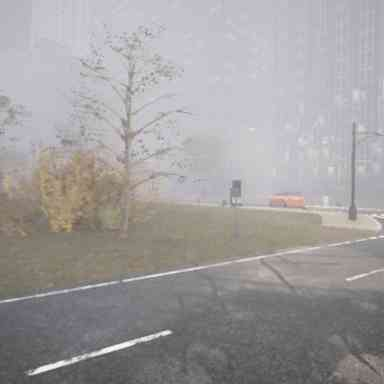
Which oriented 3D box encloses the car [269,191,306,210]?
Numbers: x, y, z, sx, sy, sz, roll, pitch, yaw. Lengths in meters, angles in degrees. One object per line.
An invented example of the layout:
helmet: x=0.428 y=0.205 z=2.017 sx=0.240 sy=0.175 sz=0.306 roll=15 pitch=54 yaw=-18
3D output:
car: x=8.890 y=0.697 z=31.281 sx=2.097 sy=1.767 sz=4.553 roll=3 pitch=0 yaw=-7
